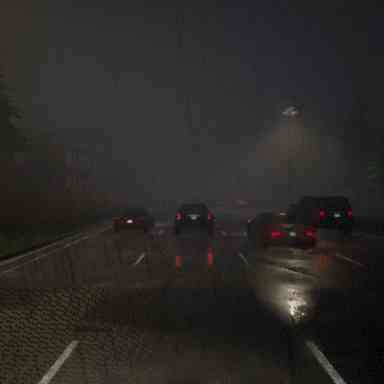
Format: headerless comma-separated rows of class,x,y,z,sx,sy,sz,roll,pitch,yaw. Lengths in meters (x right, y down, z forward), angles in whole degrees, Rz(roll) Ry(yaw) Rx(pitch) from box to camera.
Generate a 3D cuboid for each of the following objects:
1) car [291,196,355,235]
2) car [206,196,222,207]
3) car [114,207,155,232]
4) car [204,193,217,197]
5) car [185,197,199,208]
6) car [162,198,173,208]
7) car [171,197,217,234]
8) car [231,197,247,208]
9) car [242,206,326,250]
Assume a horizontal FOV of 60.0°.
car,7.101,1.239,18.943,2.150,2.045,5.566,0,0,0
car,3.501,1.646,50.985,1.895,1.301,4.718,0,0,0
car,-3.400,1.582,20.231,1.994,1.385,4.181,0,0,0
car,3.501,1.275,61.083,2.150,2.045,5.566,0,0,0
car,0.001,1.536,49.803,2.128,1.511,4.902,0,0,0
car,-3.499,1.591,49.801,2.033,1.411,5.357,0,0,0
car,0.101,1.369,19.430,2.097,1.767,4.553,0,0,0
car,7.001,1.522,49.803,1.882,1.535,5.008,0,0,0
car,3.600,1.561,14.355,2.033,1.411,5.357,0,0,0
